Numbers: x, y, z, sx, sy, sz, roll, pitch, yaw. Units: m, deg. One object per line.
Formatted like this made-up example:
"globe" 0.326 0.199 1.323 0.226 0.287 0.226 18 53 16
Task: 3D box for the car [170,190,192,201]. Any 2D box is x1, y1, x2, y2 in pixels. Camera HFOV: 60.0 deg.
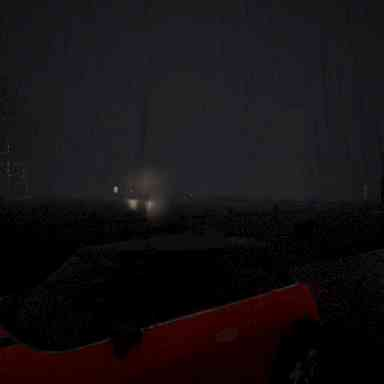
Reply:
"car" -2.234 0.617 68.028 2.150 2.045 5.566 0 1 -36

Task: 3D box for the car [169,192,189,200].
"car" -2.959 0.868 73.722 1.882 1.535 5.008 0 1 -36

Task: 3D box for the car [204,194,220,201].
"car" 4.217 1.169 63.845 1.812 1.442 4.674 0 1 -35

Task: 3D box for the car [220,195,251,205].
"car" 7.451 1.240 54.508 2.128 1.511 4.902 0 1 -36

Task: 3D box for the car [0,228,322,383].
"car" -0.700 1.356 3.494 4.553 1.767 2.097 0 0 -36
